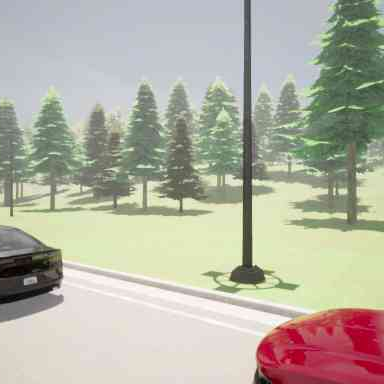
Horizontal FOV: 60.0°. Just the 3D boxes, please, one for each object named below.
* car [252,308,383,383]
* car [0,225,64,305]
[{"bbox_3d":[2.795,1.478,1.980,5.008,1.535,1.882,0,0,36],"label":"car"},{"bbox_3d":[-4.982,1.478,7.544,5.008,1.535,1.882,0,0,36],"label":"car"}]
